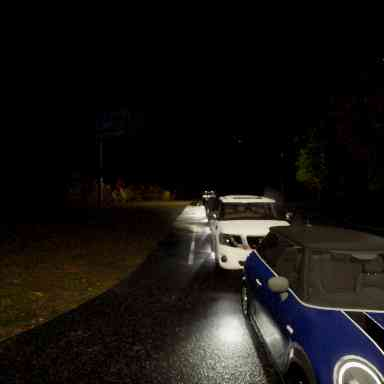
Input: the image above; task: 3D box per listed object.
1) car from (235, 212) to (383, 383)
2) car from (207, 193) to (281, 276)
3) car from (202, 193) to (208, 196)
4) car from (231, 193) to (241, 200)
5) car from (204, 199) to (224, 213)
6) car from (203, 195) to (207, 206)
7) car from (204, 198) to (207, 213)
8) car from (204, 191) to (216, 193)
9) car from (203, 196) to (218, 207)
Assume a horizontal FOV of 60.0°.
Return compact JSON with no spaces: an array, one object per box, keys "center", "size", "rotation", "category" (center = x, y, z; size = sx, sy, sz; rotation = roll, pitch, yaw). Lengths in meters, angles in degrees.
[{"center":[1.940,1.338,4.143],"size":[2.097,1.767,4.553],"rotation":[0,0,0],"category":"car"},{"center":[1.727,1.160,10.489],"size":[2.150,2.045,5.566],"rotation":[0,0,1],"category":"car"},{"center":[2.460,1.275,41.585],"size":[2.128,1.511,4.902],"rotation":[0,0,2],"category":"car"},{"center":[10.312,1.086,78.395],"size":[1.837,1.490,4.892],"rotation":[0,0,1],"category":"car"},{"center":[2.303,1.415,35.419],"size":[1.895,1.301,4.718],"rotation":[0,0,1],"category":"car"},{"center":[2.158,1.322,29.330],"size":[1.882,1.535,5.008],"rotation":[0,0,1],"category":"car"},{"center":[2.012,1.380,23.076],"size":[1.837,1.490,4.892],"rotation":[0,0,1],"category":"car"},{"center":[2.833,0.938,54.427],"size":[2.150,2.045,5.566],"rotation":[0,0,2],"category":"car"},{"center":[2.646,1.314,47.994],"size":[1.994,1.385,4.181],"rotation":[0,0,2],"category":"car"}]
